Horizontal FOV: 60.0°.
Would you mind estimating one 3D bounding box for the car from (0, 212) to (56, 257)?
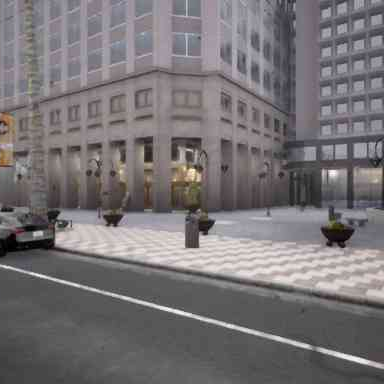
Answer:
[{"bbox_3d":[-7.290,1.509,12.932,4.786,1.482,2.161,0,0,35],"label":"car"}]
